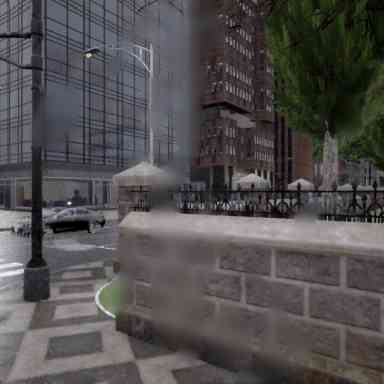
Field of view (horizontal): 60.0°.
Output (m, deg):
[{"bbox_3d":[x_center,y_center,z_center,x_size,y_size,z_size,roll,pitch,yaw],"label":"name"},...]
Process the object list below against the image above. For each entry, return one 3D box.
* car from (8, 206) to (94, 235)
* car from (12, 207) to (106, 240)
[{"bbox_3d":[-8.440,1.632,20.220,2.008,1.369,4.403,0,-1,36],"label":"car"},{"bbox_3d":[-6.920,1.567,17.770,2.128,1.511,4.902,0,-1,36],"label":"car"}]
